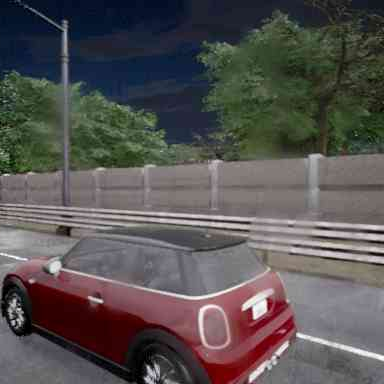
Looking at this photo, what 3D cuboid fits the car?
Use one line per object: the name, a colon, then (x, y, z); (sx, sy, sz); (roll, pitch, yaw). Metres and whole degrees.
car: (-0.927, 1.292, 4.953); (4.553, 1.767, 2.097); (0, 1, 38)
